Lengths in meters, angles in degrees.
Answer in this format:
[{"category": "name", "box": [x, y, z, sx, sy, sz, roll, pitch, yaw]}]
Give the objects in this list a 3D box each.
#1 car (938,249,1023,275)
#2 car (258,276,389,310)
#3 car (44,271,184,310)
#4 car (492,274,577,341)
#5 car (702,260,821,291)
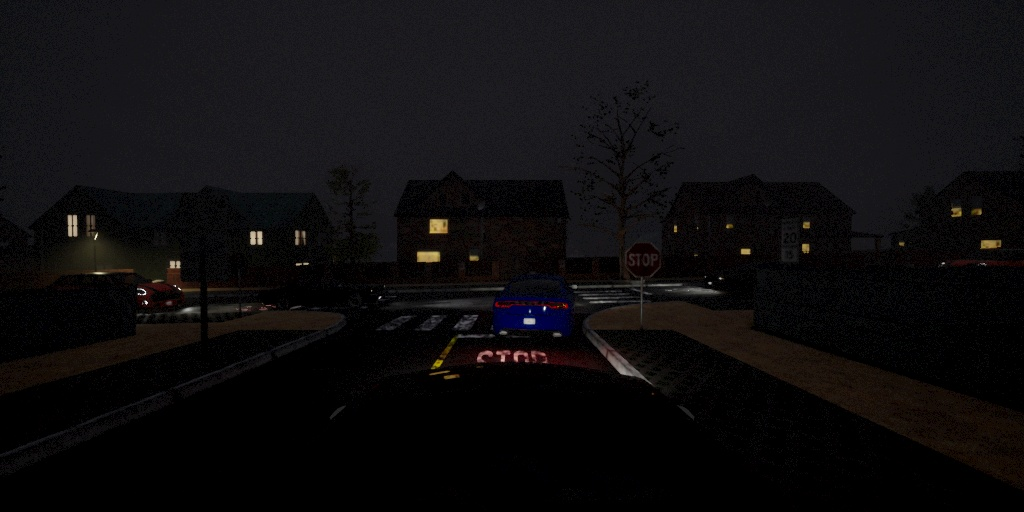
[{"category": "car", "box": [24.588, 0.451, 18.170, 4.553, 1.767, 2.097, -1, 1, 0]}, {"category": "car", "box": [-7.813, 1.505, 15.210, 4.718, 1.301, 1.895, -1, 1, 0]}, {"category": "car", "box": [-16.800, 1.471, 15.202, 4.553, 1.767, 2.097, -1, 1, 0]}, {"category": "car", "box": [0.785, 1.226, 10.003, 1.882, 1.535, 5.008, 0, 0, 10]}, {"category": "car", "box": [12.690, 0.925, 18.170, 5.357, 1.411, 2.033, -1, 1, 0]}]
